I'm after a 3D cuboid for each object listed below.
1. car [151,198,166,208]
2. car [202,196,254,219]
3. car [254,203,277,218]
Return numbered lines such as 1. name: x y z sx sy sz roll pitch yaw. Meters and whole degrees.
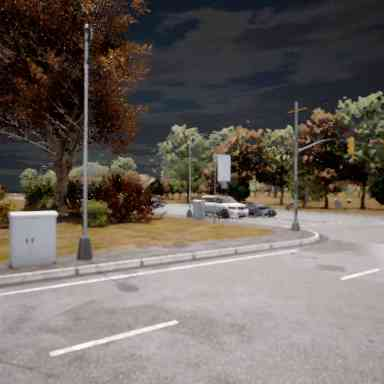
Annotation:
1. car: -5.698 1.645 50.922 2.128 1.511 4.902 1 0 -34
2. car: 2.859 1.398 31.300 2.150 2.045 5.566 1 0 -32
3. car: 6.267 1.771 32.449 1.994 1.385 4.181 1 0 -32
